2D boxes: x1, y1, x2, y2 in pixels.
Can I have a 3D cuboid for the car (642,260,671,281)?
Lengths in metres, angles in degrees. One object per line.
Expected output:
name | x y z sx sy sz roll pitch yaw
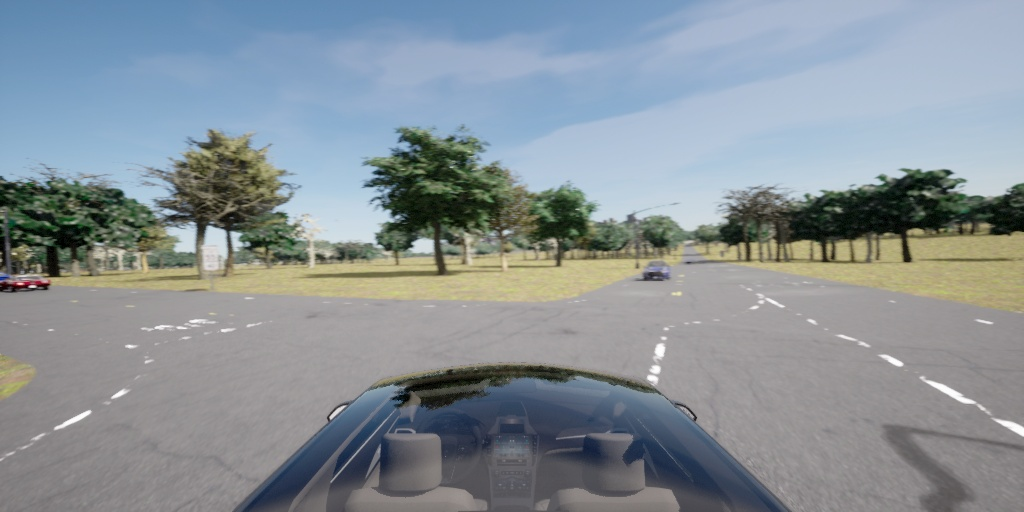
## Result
car | 12.481 1.168 30.855 2.097 1.767 4.553 -3 -1 26

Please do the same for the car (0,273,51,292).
car | -40.154 2.219 29.512 4.718 1.301 1.895 -1 1 26

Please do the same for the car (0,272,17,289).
car | -49.128 2.325 33.834 5.008 1.535 1.882 -1 1 26
